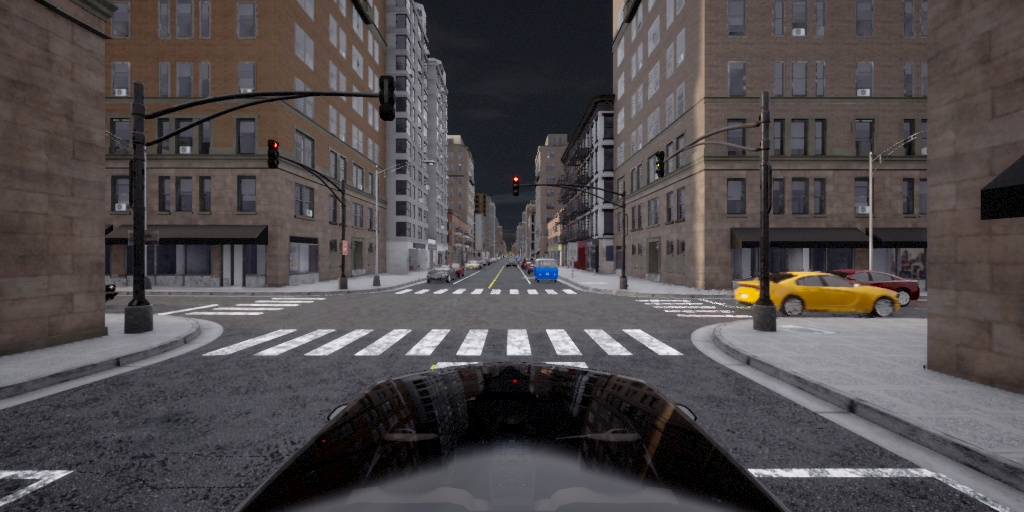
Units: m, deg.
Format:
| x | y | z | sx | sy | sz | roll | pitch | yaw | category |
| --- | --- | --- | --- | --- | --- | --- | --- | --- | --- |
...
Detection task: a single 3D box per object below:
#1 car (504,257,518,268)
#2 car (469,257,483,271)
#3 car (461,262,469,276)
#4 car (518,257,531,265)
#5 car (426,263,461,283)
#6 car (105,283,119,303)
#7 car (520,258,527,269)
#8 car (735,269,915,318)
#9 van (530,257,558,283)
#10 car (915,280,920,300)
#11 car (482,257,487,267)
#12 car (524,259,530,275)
| x | y | z | sx | sy | sz | roll | pitch | yaw | category |
| --- | --- | --- | --- | --- | --- | --- | --- | --- | --- |
| -0.050 | 1.337 | 61.551 | 1.895 | 1.301 | 4.718 | 0 | 0 | 0 | car |
| -5.508 | 1.269 | 50.471 | 1.751 | 1.417 | 4.829 | 0 | 0 | 0 | car |
| -5.466 | 1.293 | 33.595 | 1.888 | 1.381 | 4.507 | 0 | 0 | 0 | car |
| 2.503 | 1.055 | 56.349 | 2.192 | 1.841 | 5.009 | 0 | 0 | 0 | car |
| -5.453 | 1.299 | 27.913 | 2.007 | 1.370 | 4.403 | 0 | 0 | 0 | car |
| -17.231 | 1.254 | 12.735 | 4.718 | 1.301 | 1.895 | 0 | 0 | -2 | car |
| 2.516 | 1.326 | 50.667 | 1.802 | 1.307 | 4.207 | 0 | 0 | 0 | car |
| 10.787 | 1.303 | 12.847 | 5.008 | 1.535 | 1.882 | 0 | 0 | 0 | car |
| 2.572 | 1.089 | 27.942 | 1.690 | 1.789 | 3.998 | 0 | 0 | 0 | van |
| 14.781 | 1.326 | 15.813 | 5.008 | 1.535 | 1.882 | 0 | 0 | 1 | car |
| -5.522 | 1.306 | 56.323 | 1.948 | 1.339 | 4.313 | 0 | 0 | 0 | car |
| 2.544 | 1.330 | 39.304 | 1.802 | 1.307 | 4.207 | 0 | 0 | 0 | car |
